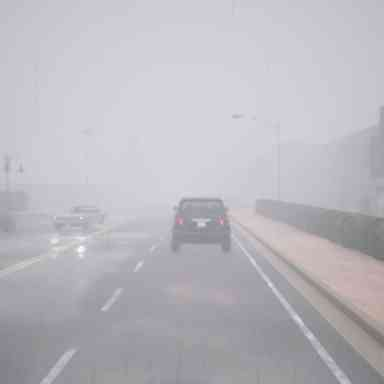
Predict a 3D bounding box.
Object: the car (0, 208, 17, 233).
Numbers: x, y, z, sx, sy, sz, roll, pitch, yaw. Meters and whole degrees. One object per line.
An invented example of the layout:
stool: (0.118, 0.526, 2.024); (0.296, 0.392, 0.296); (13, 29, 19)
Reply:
car: (-10.287, 1.415, 15.994); (1.812, 1.442, 4.674); (0, 0, 1)

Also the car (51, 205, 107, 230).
car: (-6.698, 1.487, 20.231); (1.895, 1.301, 4.718); (0, 0, 1)

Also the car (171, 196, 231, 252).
car: (0.365, 1.165, 13.821); (2.150, 2.045, 5.566); (0, 0, 1)

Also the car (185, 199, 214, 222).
car: (0.613, 1.380, 26.666); (2.128, 1.511, 4.902); (0, 0, 1)
